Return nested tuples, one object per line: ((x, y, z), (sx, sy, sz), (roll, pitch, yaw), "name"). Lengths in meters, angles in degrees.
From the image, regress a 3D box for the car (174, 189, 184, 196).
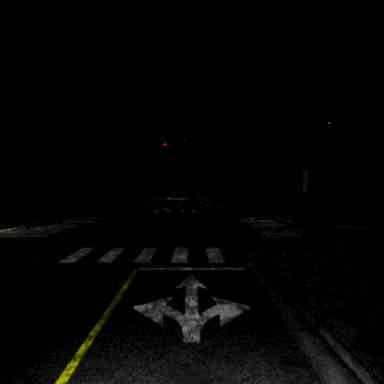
((-2.956, 0.036, 74.657), (2.097, 1.767, 4.553), (0, 1, 0), "car")
